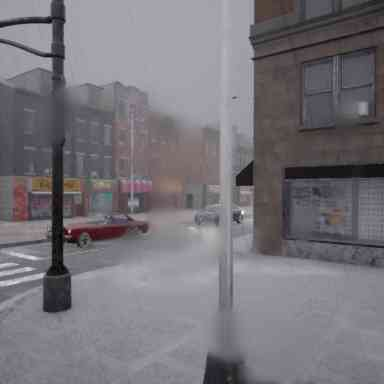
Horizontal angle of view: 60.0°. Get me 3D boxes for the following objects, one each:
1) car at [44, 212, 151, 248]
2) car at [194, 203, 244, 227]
[{"bbox_3d":[-4.128,1.631,15.149,1.895,1.301,4.718,0,0,35],"label":"car"},{"bbox_3d":[2.021,1.569,23.794,1.837,1.490,4.892,0,0,35],"label":"car"}]
